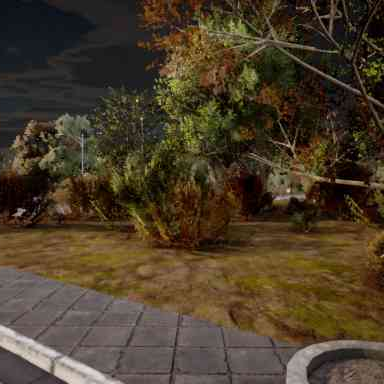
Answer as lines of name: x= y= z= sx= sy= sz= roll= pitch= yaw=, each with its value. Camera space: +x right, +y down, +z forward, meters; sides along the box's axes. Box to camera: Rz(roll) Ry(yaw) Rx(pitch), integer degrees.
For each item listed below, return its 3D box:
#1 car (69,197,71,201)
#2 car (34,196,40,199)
car: x=-15.487 y=1.123 z=44.439 sx=2.097 sy=1.767 sz=4.553 roll=0 pitch=0 yaw=32
car: x=-20.354 y=1.275 z=43.262 sx=1.812 sy=1.442 sz=4.674 roll=0 pitch=0 yaw=32
